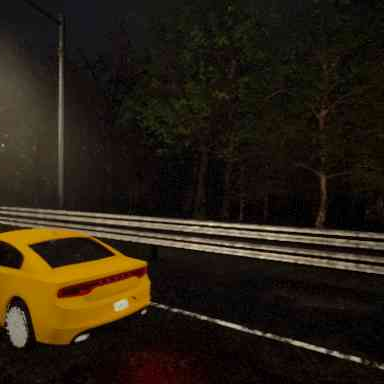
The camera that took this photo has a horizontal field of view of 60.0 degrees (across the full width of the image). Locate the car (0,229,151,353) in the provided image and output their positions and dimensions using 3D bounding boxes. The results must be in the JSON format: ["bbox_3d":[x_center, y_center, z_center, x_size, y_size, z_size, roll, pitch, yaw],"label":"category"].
[{"bbox_3d":[-3.012,1.433,6.164,5.008,1.535,1.882,1,0,36],"label":"car"}]
